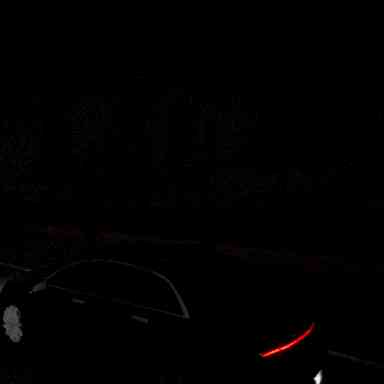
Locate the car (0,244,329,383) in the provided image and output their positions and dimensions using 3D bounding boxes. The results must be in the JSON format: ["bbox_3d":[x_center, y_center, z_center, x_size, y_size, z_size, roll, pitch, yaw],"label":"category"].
[{"bbox_3d":[-0.777,1.483,4.543,4.892,1.490,1.837,0,0,36],"label":"car"}]
